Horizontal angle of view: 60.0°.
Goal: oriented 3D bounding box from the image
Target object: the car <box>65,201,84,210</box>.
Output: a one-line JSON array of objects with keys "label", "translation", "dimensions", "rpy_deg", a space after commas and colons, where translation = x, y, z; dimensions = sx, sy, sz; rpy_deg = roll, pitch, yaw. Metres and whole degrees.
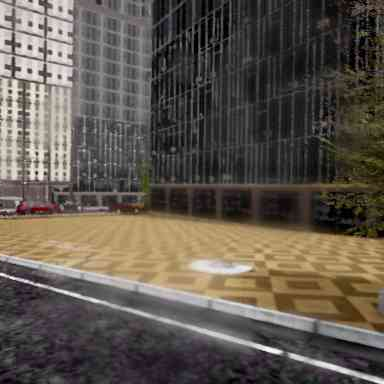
[{"label": "car", "translation": [-18.829, 2.111, 51.126], "dimensions": [4.403, 1.369, 2.008], "rpy_deg": [0, 1, -34]}]

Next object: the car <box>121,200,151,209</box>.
[{"label": "car", "translation": [-9.613, 2.140, 57.434], "dimensions": [4.829, 1.417, 1.752], "rpy_deg": [0, 1, -34]}]

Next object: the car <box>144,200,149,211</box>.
[{"label": "car", "translation": [-5.019, 2.071, 51.025], "dimensions": [5.009, 1.841, 2.192], "rpy_deg": [0, 1, -34]}]

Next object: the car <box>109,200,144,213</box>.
[{"label": "car", "translation": [-9.700, 2.272, 47.826], "dimensions": [4.507, 1.381, 1.887], "rpy_deg": [0, 1, -34]}]

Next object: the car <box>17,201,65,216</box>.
[{"label": "car", "translation": [-19.052, 1.987, 41.418], "dimensions": [5.009, 1.841, 2.192], "rpy_deg": [0, 1, -34]}]
